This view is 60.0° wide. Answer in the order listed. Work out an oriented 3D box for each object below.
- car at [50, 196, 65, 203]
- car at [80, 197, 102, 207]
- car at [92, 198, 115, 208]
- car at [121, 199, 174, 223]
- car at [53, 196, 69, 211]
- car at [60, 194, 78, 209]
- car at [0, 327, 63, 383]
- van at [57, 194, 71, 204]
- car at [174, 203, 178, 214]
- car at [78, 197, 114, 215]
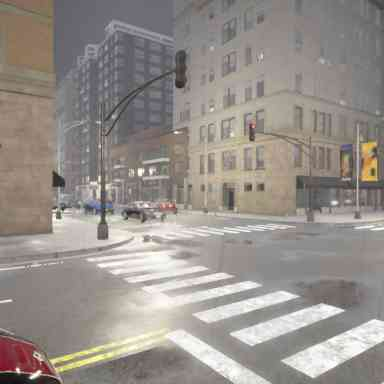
[{"bbox_3d":[-28.354,1.556,69.848,1.947,1.339,4.313,0,0,-35],"label":"car"},{"bbox_3d":[-15.889,1.504,52.153,1.752,1.417,4.829,0,0,-35],"label":"car"},{"bbox_3d":[-12.651,1.560,47.556,1.802,1.307,4.206,0,0,-35],"label":"car"},{"bbox_3d":[-3.772,1.464,25.426,2.128,1.511,4.902,0,0,-35],"label":"car"},{"bbox_3d":[-16.072,1.517,38.479,1.947,1.339,4.313,0,0,-35],"label":"car"},{"bbox_3d":[-15.687,1.311,42.368,2.097,1.767,4.553,0,0,-35],"label":"car"},{"bbox_3d":[-2.864,1.352,1.426,4.553,1.767,2.097,0,0,-36],"label":"car"},{"bbox_3d":[-25.213,1.328,65.390,1.690,1.788,3.998,0,0,-35],"label":"van"},{"bbox_3d":[-3.228,1.425,34.181,1.967,1.590,4.097,0,0,-35],"label":"car"},{"bbox_3d":[-9.467,1.441,33.507,1.882,1.535,5.008,0,0,-35],"label":"car"}]
